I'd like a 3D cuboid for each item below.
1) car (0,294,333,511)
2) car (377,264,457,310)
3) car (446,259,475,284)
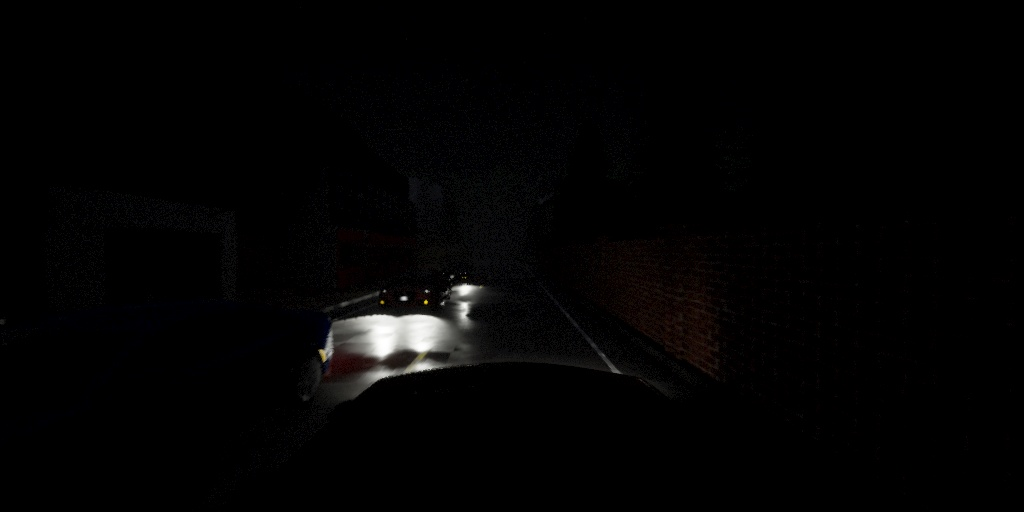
[{"bbox_3d":[-3.597,1.210,3.281,1.882,1.535,5.008,0,1,0],"label":"car"},{"bbox_3d":[-3.503,1.161,13.617,1.994,1.385,4.181,0,1,0],"label":"car"},{"bbox_3d":[-3.518,0.973,23.616,1.837,1.490,4.892,0,0,0],"label":"car"}]
